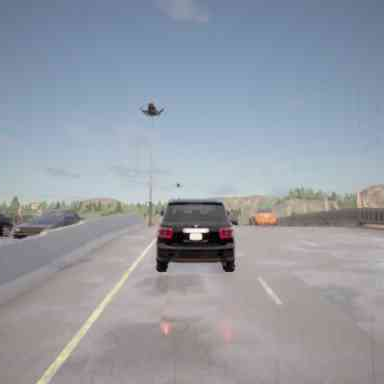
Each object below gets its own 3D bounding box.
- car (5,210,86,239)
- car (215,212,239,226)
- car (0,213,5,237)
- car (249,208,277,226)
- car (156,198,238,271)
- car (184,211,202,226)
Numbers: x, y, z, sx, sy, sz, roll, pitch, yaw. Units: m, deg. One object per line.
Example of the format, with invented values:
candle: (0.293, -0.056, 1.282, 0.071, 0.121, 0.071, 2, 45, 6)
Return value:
car: (-7.024, 1.653, 17.212, 2.033, 1.411, 5.357, 0, -2, 0)
car: (3.590, 2.869, 34.682, 1.994, 1.385, 4.181, 0, -6, 0)
car: (-10.536, 1.539, 15.772, 1.882, 1.535, 5.008, 0, -2, 0)
car: (7.090, 2.570, 33.835, 2.097, 1.767, 4.553, 0, -6, 0)
car: (0.096, 1.207, 10.924, 2.150, 2.045, 5.566, 0, 0, 0)
car: (0.090, 2.820, 34.585, 1.812, 1.442, 4.674, 0, -6, 0)
